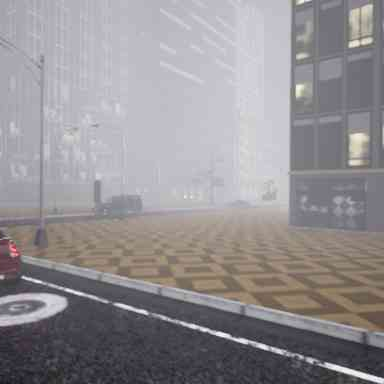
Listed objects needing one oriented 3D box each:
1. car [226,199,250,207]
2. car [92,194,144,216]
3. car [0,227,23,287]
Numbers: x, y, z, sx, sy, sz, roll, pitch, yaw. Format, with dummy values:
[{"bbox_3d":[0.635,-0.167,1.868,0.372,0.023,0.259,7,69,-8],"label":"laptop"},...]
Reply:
[{"bbox_3d":[7.282,1.760,52.802,1.895,1.301,4.718,1,0,37],"label":"car"},{"bbox_3d":[-7.308,1.271,33.323,2.150,2.045,5.566,1,0,36],"label":"car"},{"bbox_3d":[-6.139,1.334,8.066,4.553,1.767,2.097,0,0,36],"label":"car"}]
